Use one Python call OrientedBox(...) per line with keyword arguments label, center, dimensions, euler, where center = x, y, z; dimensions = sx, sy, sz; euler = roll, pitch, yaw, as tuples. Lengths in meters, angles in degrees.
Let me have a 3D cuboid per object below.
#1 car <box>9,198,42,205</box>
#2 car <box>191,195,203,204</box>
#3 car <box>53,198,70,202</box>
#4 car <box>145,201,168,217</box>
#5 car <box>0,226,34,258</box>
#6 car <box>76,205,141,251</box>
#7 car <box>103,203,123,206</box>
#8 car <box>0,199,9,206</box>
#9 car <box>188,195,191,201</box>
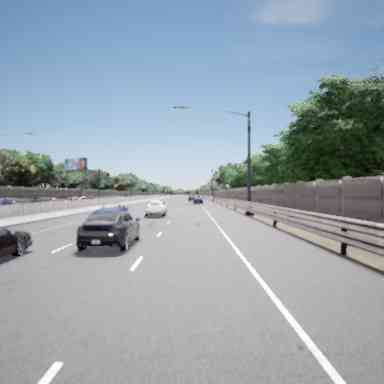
OrientedBox(label="car", center=(-21.085, 1.582, 43.023), dimensions=(1.837, 1.490, 4.892), euler=(0, 0, 0))
OrientedBox(label="car", center=(1.223, 1.633, 65.384), dimensions=(1.882, 1.535, 5.008), euler=(0, 0, 0))
OrientedBox(label="car", center=(-17.582, 1.608, 44.919), dimensions=(1.812, 1.442, 4.674), euler=(0, 0, 0))
OrientedBox(label="car", center=(-3.401, 1.577, 32.220), dimensions=(1.812, 1.442, 4.674), euler=(0, 0, 0))
OrientedBox(label="car", center=(-6.895, 1.563, 10.061), dimensions=(2.033, 1.411, 5.357), euler=(0, 0, 0))
OrientedBox(label="car", center=(-3.401, 1.527, 14.188), dimensions=(1.837, 1.490, 4.892), euler=(0, 0, 0))
OrientedBox(label="car", center=(-6.901, 1.646, 29.527), dimensions=(1.895, 1.301, 4.718), euler=(0, 0, 0))
OrientedBox(label="car", center=(-24.583, 1.601, 42.613), dimensions=(1.812, 1.442, 4.674), euler=(0, 0, 0))
OrientedBox(label="car", center=(-0.002, 1.557, 82.651), dimensions=(1.882, 1.535, 5.008), euler=(0, 0, 0))
